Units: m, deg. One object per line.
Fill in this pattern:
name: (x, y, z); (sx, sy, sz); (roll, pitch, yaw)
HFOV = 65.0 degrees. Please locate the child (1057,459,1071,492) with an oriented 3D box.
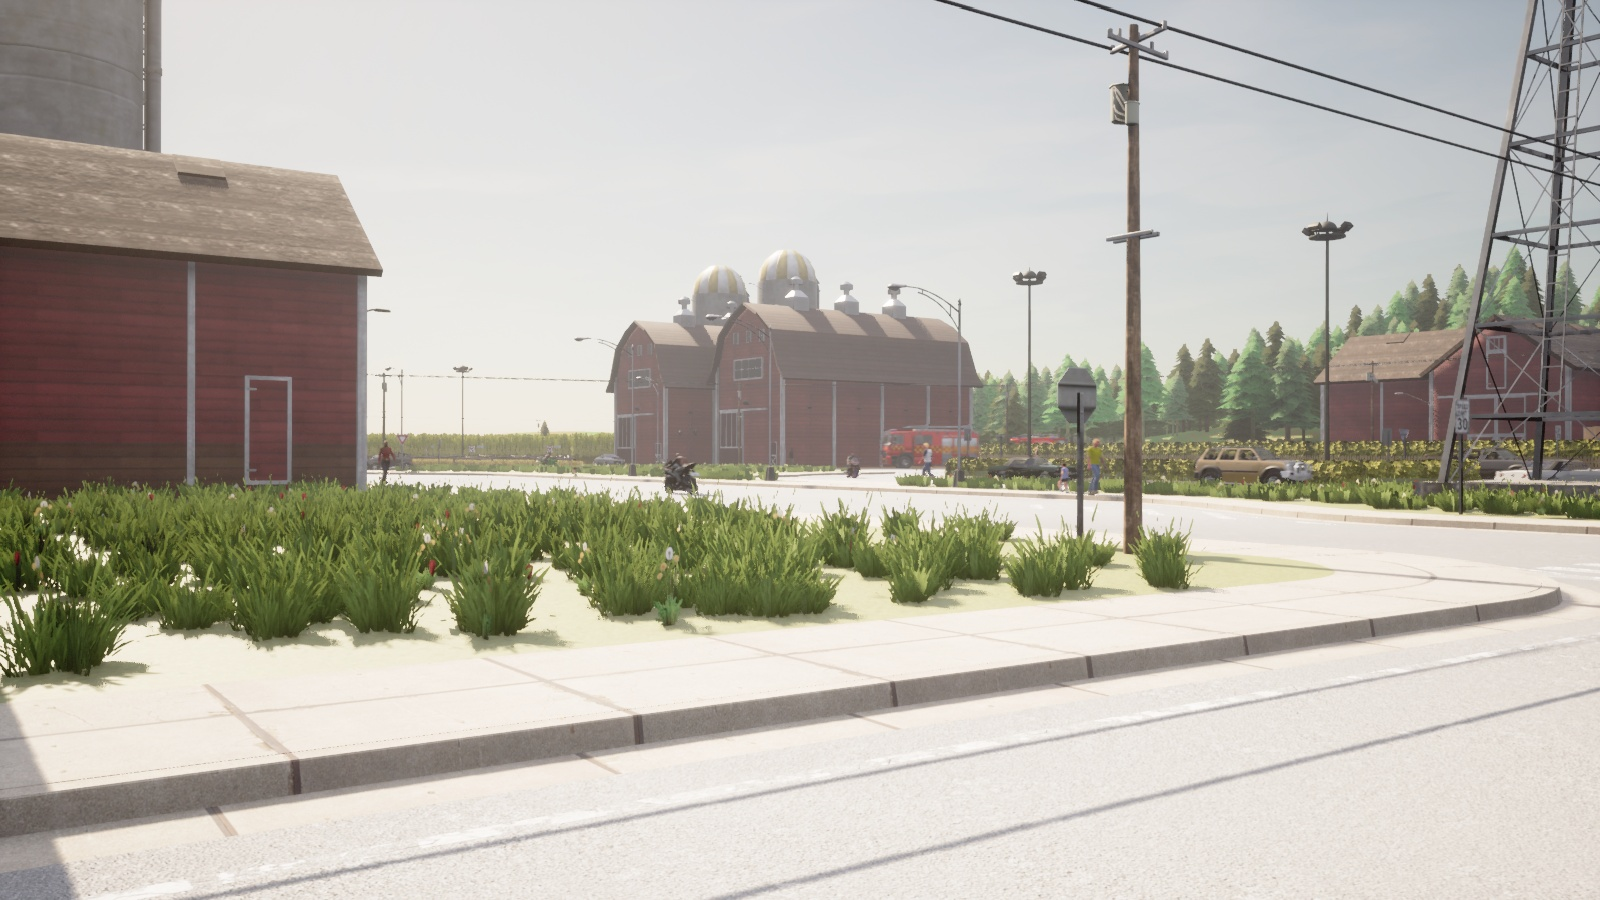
child: (8.881, 0.865, 42.213); (0.255, 1.110, 0.394); (0, 0, -31)

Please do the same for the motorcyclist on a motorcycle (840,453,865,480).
motorcyclist on a motorcycle: (3.107, 0.955, 74.321); (0.866, 1.530, 2.191); (1, 0, -13)

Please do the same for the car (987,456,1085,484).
car: (11.509, 0.971, 61.475); (1.895, 1.301, 4.718); (0, 0, -35)

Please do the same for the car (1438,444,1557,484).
car: (33.453, 0.638, 60.363); (1.932, 1.855, 4.605); (0, 0, -35)

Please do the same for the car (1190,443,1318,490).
car: (18.638, 0.648, 51.683); (1.932, 1.855, 4.605); (0, 0, -39)

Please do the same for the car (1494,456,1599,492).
car: (29.407, 0.901, 48.203); (4.718, 1.301, 1.895); (0, 0, -11)

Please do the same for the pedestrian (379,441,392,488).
pedestrian: (-16.350, 0.556, 49.555); (0.331, 1.846, 0.636); (0, 0, -34)

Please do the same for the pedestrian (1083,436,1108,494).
pedestrian: (9.407, 0.478, 39.953); (0.354, 1.836, 0.706); (0, 0, -33)

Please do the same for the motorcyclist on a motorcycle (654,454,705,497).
motorcyclist on a motorcycle: (-4.345, 0.899, 45.130); (0.866, 1.530, 2.191); (0, 0, -36)

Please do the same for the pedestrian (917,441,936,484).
pedestrian: (5.439, 0.522, 53.971); (0.706, 1.836, 0.354); (0, 0, 30)
